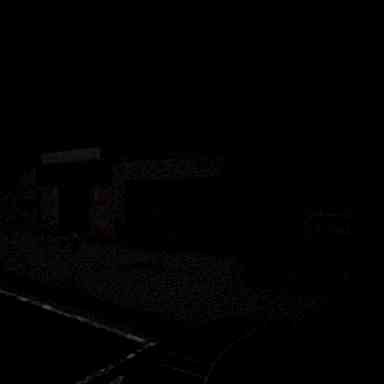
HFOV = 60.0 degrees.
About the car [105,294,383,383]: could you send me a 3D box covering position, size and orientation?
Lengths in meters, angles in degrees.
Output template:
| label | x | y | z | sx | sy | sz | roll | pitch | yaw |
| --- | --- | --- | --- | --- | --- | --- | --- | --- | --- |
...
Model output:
| label | x | y | z | sx | sy | sz | roll | pitch | yaw |
| --- | --- | --- | --- | --- | --- | --- | --- | --- | --- |
| car | 1.155 | 1.440 | 2.022 | 4.097 | 1.590 | 1.967 | 0 | 0 | 35 |
